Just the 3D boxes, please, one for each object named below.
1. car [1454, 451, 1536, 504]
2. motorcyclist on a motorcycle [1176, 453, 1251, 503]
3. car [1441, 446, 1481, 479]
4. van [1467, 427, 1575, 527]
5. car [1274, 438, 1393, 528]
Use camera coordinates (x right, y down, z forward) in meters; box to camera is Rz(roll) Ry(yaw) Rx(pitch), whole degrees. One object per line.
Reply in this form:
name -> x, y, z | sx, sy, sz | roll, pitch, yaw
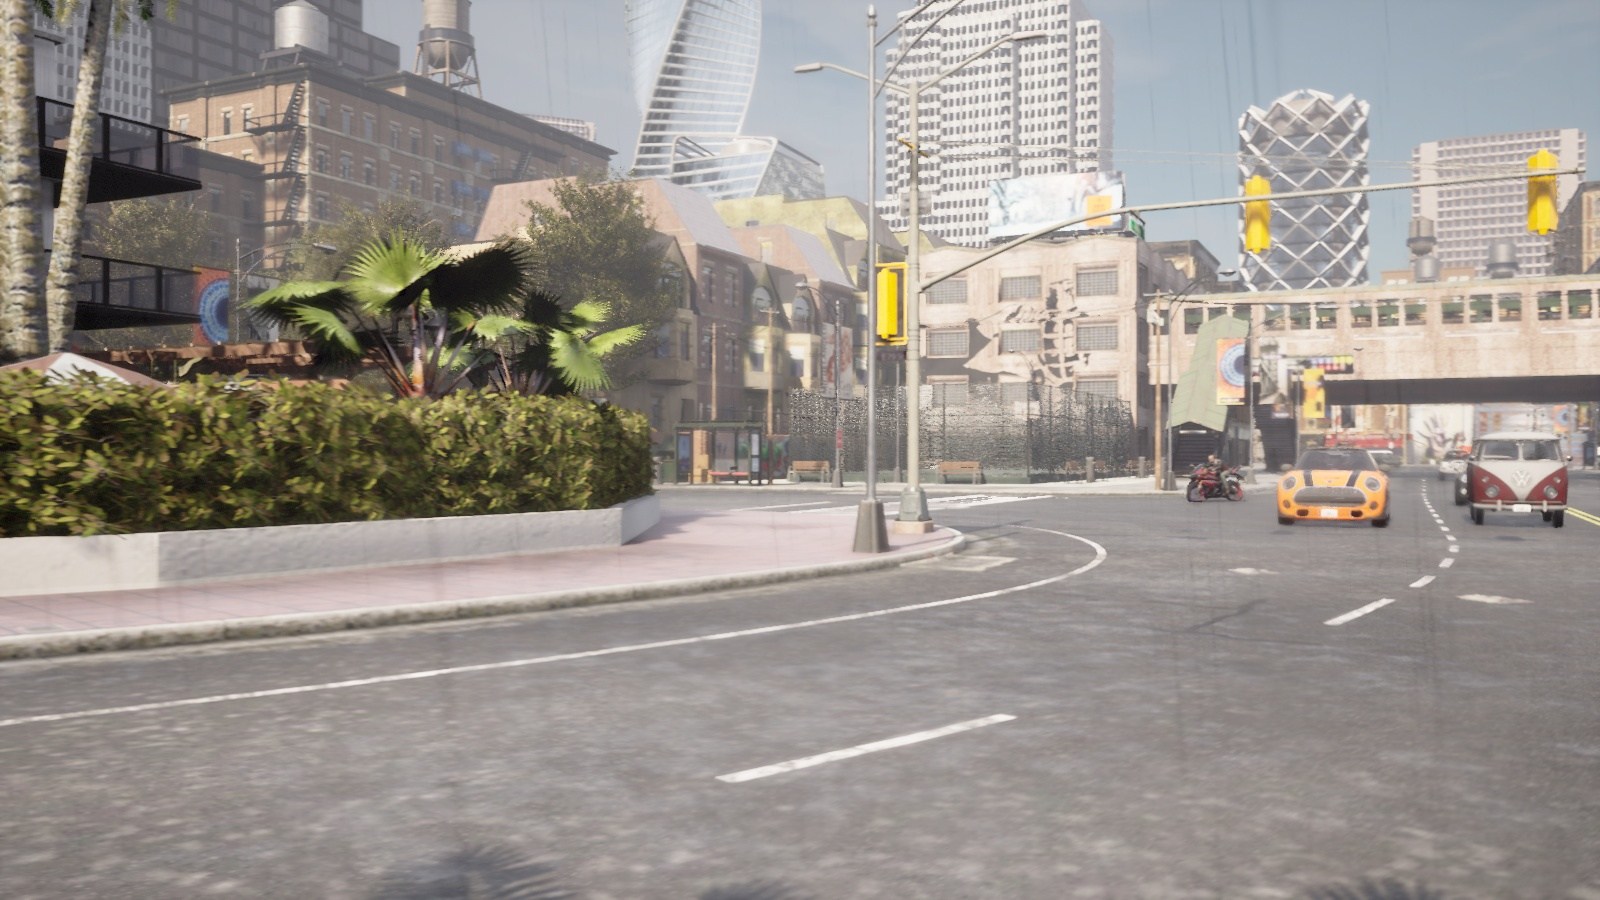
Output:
car -> 20.484, 0.776, 37.134 | 1.970, 1.475, 3.806 | 0, 0, 27
motorcyclist on a motorcycle -> 12.910, 0.873, 39.197 | 2.191, 1.530, 0.866 | 0, -1, -24
car -> 38.108, 0.695, 72.467 | 1.932, 1.855, 4.605 | 0, 0, 27
van -> 15.631, 0.545, 27.406 | 1.775, 1.987, 4.442 | 0, 0, 27
car -> 11.686, 0.661, 27.336 | 2.097, 1.767, 4.553 | 0, 0, 27
